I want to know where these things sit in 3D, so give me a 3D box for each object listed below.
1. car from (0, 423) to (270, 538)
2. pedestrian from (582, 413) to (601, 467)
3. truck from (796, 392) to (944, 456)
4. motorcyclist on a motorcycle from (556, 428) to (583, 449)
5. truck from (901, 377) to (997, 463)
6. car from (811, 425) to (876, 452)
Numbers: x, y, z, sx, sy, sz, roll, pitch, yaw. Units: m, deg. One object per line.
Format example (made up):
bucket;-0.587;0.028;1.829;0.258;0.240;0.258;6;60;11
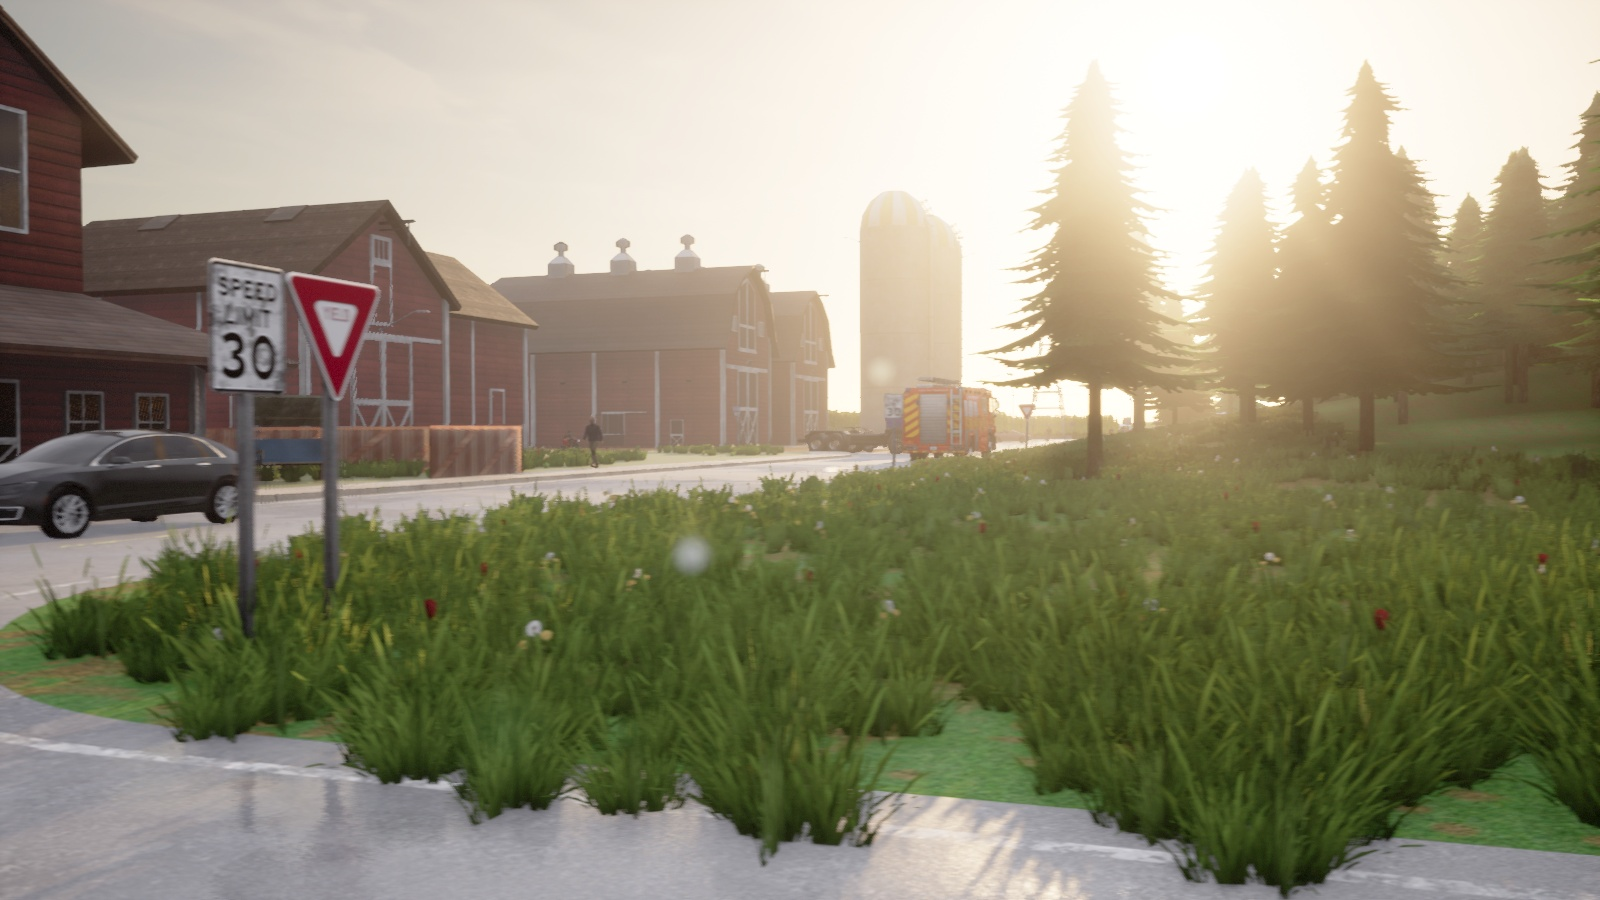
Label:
car;-10.415;0.372;18.737;1.837;1.490;4.892;0;1;19
pedestrian;-7.142;-0.351;43.035;0.402;1.842;0.726;0;1;14
truck;3.951;-1.492;71.682;7.936;3.462;2.891;1;1;28
motorcyclist on a motorcycle;-16.719;-0.814;91.097;2.044;1.523;0.797;1;1;38
truck;7.255;-1.398;60.038;2.891;3.827;8.468;0;1;19
car;2.735;-0.707;78.396;3.988;1.617;1.851;1;1;2
